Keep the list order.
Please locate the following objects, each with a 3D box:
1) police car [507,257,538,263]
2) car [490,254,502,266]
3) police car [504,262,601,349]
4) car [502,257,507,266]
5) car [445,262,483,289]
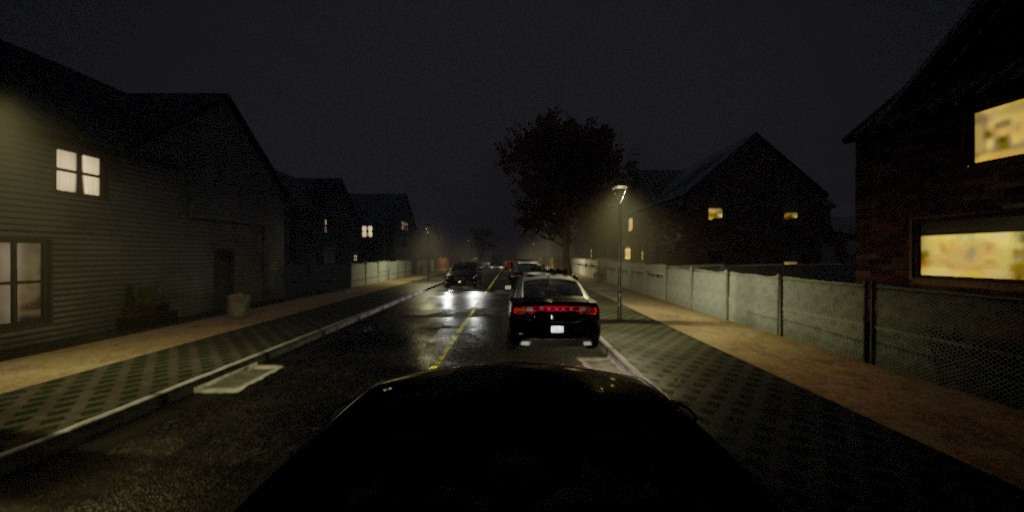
[{"bbox_3d":[0.854,1.064,19.174,1.930,1.638,5.238,0,0,0],"label":"police car"},{"bbox_3d":[-2.693,0.741,63.738,2.150,2.045,5.566,0,0,1],"label":"car"},{"bbox_3d":[0.837,1.127,9.174,1.930,1.638,5.238,0,0,0],"label":"police car"},{"bbox_3d":[0.117,0.891,47.987,2.097,1.767,4.553,0,0,1],"label":"car"},{"bbox_3d":[-2.817,1.127,21.716,1.837,1.490,4.892,0,0,0],"label":"car"}]
